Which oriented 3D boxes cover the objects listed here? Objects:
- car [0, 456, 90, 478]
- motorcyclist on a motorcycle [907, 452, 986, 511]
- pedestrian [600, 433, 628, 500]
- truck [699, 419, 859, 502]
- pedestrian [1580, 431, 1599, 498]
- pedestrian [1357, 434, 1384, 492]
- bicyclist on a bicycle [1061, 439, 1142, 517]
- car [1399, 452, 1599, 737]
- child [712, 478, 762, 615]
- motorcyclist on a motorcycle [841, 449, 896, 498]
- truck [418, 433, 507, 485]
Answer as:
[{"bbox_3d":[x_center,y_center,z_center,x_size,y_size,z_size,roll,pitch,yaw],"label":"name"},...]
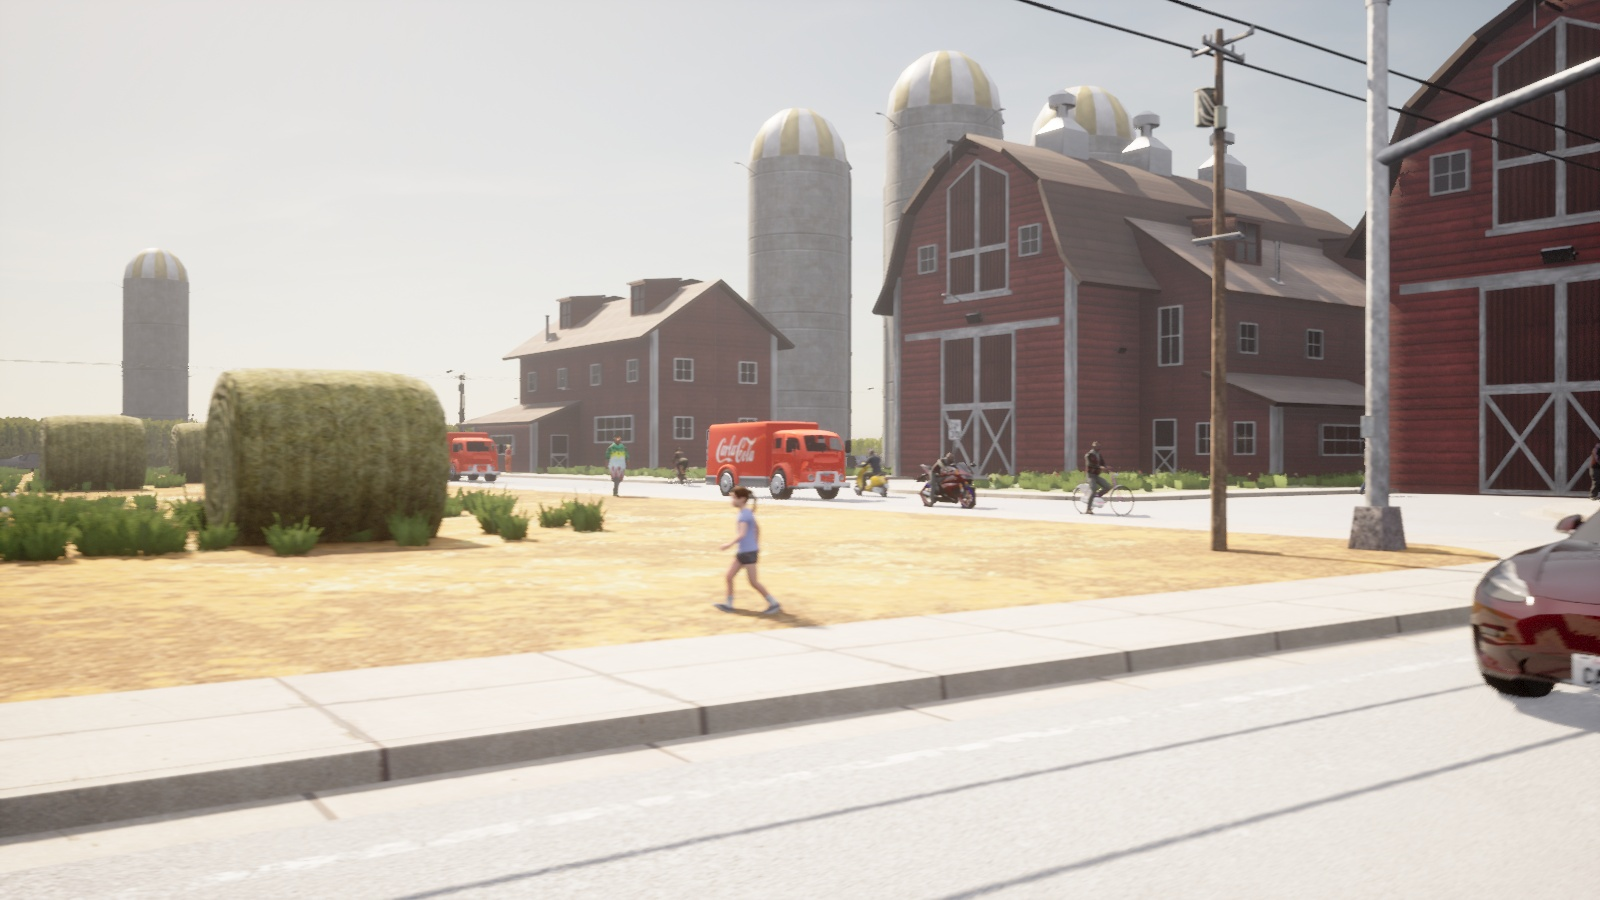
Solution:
[{"bbox_3d":[-50.088,1.102,83.001,5.357,1.411,2.033,0,0,-35],"label":"car"},{"bbox_3d":[3.934,0.828,33.897,0.866,1.530,2.191,0,0,-36],"label":"motorcyclist on a motorcycle"},{"bbox_3d":[-5.513,0.479,37.235,0.659,1.952,0.873,0,0,-19],"label":"pedestrian"},{"bbox_3d":[-0.753,0.337,40.373,2.627,2.467,5.204,0,-1,-36],"label":"truck"},{"bbox_3d":[22.457,0.399,35.090,0.634,1.844,0.899,0,0,-18],"label":"pedestrian"},{"bbox_3d":[18.272,0.420,40.209,0.354,1.836,0.706,0,0,-35],"label":"pedestrian"},{"bbox_3d":[7.084,0.641,29.539,0.659,1.776,1.843,0,-1,-36],"label":"bicyclist on a bicycle"},{"bbox_3d":[6.143,0.751,7.894,4.792,1.488,2.163,0,0,-34],"label":"car"},{"bbox_3d":[-0.520,0.785,10.346,0.394,1.110,0.255,0,0,-8],"label":"child"},{"bbox_3d":[2.291,0.770,42.141,0.866,1.590,1.817,0,0,-36],"label":"motorcyclist on a motorcycle"},{"bbox_3d":[-16.908,0.421,62.713,2.627,2.467,5.204,0,0,-36],"label":"truck"}]
